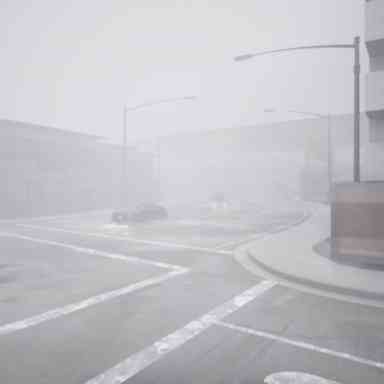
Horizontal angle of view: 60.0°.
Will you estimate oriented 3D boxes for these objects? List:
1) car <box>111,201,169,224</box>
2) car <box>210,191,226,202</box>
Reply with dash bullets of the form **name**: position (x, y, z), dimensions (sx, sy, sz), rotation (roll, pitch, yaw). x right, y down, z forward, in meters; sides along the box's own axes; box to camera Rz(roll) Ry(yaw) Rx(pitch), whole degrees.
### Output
- **car**: position (-3.395, 1.312, 22.256), dimensions (1.994, 1.385, 4.181), rotation (0, 1, 32)
- **car**: position (3.685, 0.672, 47.242), dimensions (1.837, 1.490, 4.892), rotation (0, 1, -3)
